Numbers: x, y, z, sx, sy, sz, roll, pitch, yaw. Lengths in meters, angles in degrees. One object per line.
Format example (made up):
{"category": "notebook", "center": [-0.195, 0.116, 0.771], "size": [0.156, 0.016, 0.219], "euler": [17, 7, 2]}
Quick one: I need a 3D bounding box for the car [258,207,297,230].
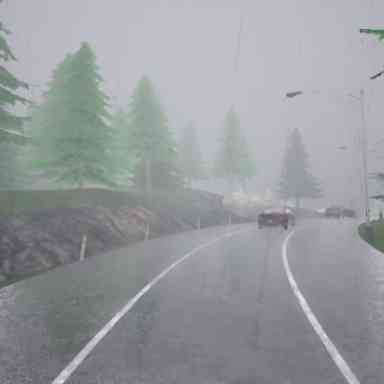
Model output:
{"category": "car", "center": [6.145, 1.806, 23.655], "size": [1.882, 1.535, 5.008], "euler": [-3, -3, 26]}

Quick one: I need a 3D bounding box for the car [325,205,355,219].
{"category": "car", "center": [17.235, 2.301, 38.653], "size": [4.902, 1.511, 2.128], "euler": [2, -6, -44]}
